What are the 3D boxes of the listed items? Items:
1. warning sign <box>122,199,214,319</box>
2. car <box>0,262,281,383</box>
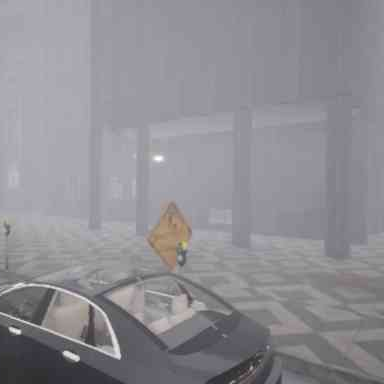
[{"bbox_3d":[-0.407,1.074,6.090,1.060,1.860,1.300,1,0,36],"label":"warning sign"},{"bbox_3d":[-1.224,1.516,3.835,4.403,1.369,2.008,1,1,36],"label":"car"}]
